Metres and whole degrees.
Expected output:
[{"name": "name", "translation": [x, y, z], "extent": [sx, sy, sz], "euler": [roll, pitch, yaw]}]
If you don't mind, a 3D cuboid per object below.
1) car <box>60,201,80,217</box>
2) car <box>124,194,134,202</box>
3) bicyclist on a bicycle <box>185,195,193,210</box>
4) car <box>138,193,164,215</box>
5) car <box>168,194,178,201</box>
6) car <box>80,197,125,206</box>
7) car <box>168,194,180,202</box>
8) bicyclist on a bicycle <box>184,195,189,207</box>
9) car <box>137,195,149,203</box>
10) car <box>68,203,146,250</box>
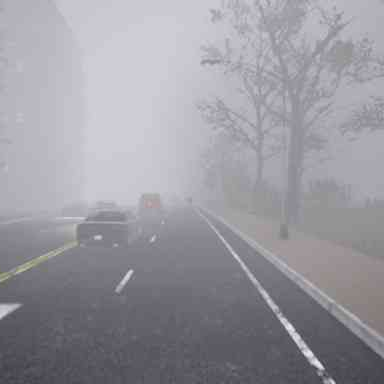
[{"name": "car", "translation": [-10.594, 1.482, 30.657], "extent": [1.994, 1.385, 4.181], "euler": [0, 0, -3]}, {"name": "car", "translation": [-13.548, 1.137, 71.096], "extent": [2.097, 1.767, 4.553], "euler": [0, 0, -6]}, {"name": "bicyclist on a bicycle", "translation": [-0.165, 1.257, 37.205], "extent": [0.659, 1.776, 1.843], "euler": [0, 0, -3]}, {"name": "car", "translation": [-3.989, 1.126, 32.794], "extent": [2.150, 2.045, 5.566], "euler": [0, 0, -3]}, {"name": "car", "translation": [-4.645, 1.281, 79.306], "extent": [2.033, 1.411, 5.357], "euler": [0, 0, -7]}, {"name": "car", "translation": [-7.201, 1.417, 27.390], "extent": [2.128, 1.511, 4.902], "euler": [0, 0, -2]}, {"name": "car", "translation": [-3.555, 1.339, 69.372], "extent": [1.994, 1.385, 4.181], "euler": [0, 0, -5]}, {"name": "bicyclist on a bicycle", "translation": [-0.758, 1.308, 46.785], "extent": [0.582, 1.620, 1.656], "euler": [0, 0, -4]}, {"name": "car", "translation": [-9.933, 1.353, 67.764], "extent": [2.033, 1.411, 5.357], "euler": [0, 0, -6]}, {"name": "car", "translation": [-3.334, 1.439, 14.133], "extent": [1.882, 1.535, 5.008], "euler": [0, 0, -1]}]
